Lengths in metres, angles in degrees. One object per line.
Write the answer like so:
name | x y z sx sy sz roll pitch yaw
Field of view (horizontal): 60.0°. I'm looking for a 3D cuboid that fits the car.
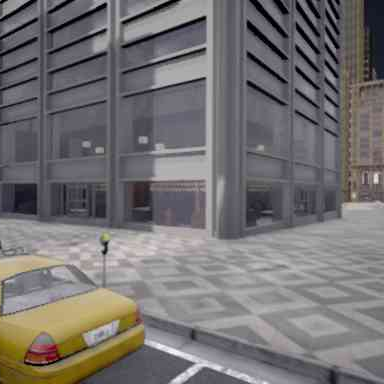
car | -2.876 1.517 5.010 4.829 1.417 1.752 0 0 35
